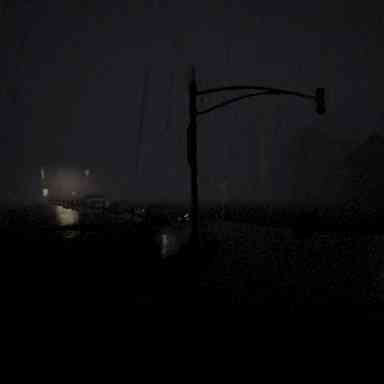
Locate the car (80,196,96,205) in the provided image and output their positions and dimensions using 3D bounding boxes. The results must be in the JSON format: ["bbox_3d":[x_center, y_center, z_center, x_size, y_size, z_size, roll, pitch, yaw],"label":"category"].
[{"bbox_3d":[-18.735,1.462,59.716,1.882,1.535,5.008,-1,0,-29],"label":"car"}]

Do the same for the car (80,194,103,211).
[{"bbox_3d":[-12.236,1.229,42.071,2.150,2.045,5.566,-1,0,-29],"label":"car"}]

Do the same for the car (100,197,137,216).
[{"bbox_3d":[-7.096,1.540,32.755,2.033,1.411,5.357,-1,0,-29],"label":"car"}]

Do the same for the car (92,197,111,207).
[{"bbox_3d":[-13.890,1.499,51.031,1.812,1.442,4.674,-1,0,-28],"label":"car"}]

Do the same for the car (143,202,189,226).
[{"bbox_3d":[-1.972,1.481,23.484,1.837,1.490,4.892,-1,0,-29],"label":"car"}]
